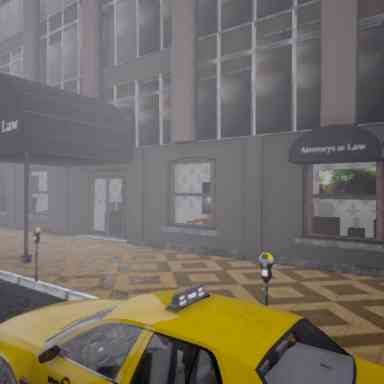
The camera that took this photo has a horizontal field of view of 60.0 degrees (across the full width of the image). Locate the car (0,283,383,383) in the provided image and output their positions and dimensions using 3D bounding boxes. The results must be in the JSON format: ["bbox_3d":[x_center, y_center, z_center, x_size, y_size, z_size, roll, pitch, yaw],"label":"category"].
[{"bbox_3d":[-0.239,1.525,3.041,4.829,1.417,1.752,0,0,36],"label":"car"}]
